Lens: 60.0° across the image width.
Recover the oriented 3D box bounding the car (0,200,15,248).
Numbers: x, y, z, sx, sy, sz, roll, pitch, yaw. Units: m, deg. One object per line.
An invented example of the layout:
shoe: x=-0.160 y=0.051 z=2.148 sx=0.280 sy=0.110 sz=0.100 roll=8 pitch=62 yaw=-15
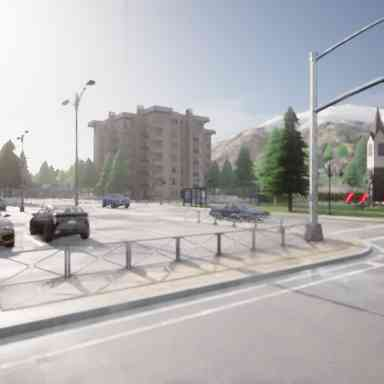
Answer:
car: x=-8.705 y=1.330 z=13.553 sx=2.152 sy=1.636 sz=5.027 roll=0 pitch=0 yaw=-36

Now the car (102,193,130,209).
car: x=-10.347 y=1.209 z=44.966 sx=2.150 sy=2.045 sz=5.566 roll=0 pitch=0 yaw=-36

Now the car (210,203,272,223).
car: x=3.632 y=1.533 z=25.871 sx=2.033 sy=1.411 sz=5.357 roll=0 pitch=0 yaw=-36

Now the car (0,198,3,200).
car: x=-21.437 y=1.371 z=36.536 sx=1.845 sy=1.501 sz=3.633 roll=0 pitch=0 yaw=-36

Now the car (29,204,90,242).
car: x=-6.192 y=1.337 z=15.432 sx=2.007 sy=1.523 sz=4.514 roll=0 pitch=0 yaw=-36
